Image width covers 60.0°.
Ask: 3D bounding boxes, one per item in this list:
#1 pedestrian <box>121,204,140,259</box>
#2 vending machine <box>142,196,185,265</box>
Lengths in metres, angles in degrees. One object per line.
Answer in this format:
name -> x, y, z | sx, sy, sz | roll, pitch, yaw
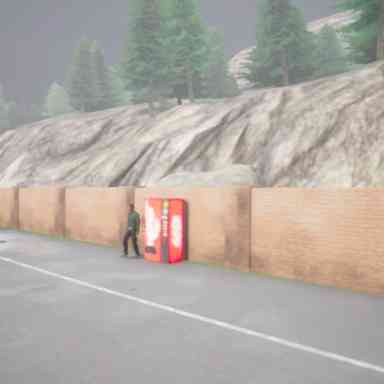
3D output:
pedestrian -> -1.967, 1.270, 10.886 | 0.375, 1.860, 0.375 | 1, 0, 39
vending machine -> -0.916, 1.182, 10.860 | 0.880, 2.100, 1.100 | 1, 0, 38
